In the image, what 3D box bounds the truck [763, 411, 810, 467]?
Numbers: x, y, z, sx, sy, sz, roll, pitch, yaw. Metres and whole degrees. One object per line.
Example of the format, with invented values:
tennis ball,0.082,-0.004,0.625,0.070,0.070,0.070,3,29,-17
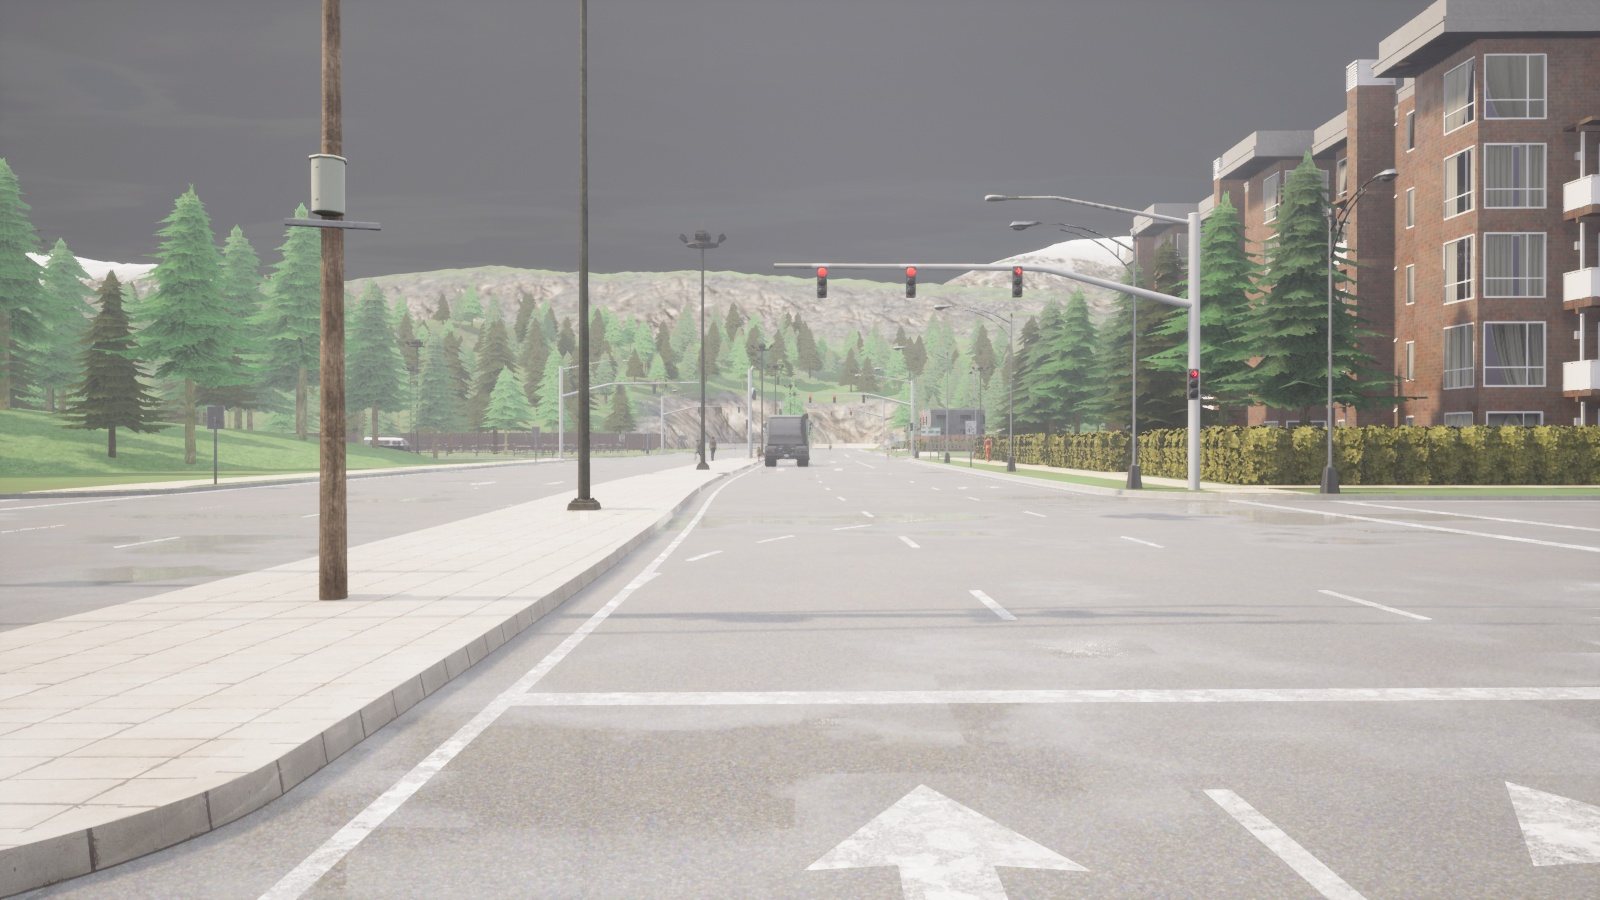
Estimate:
truck,-0.814,-0.700,82.215,2.891,3.462,7.936,0,0,0
